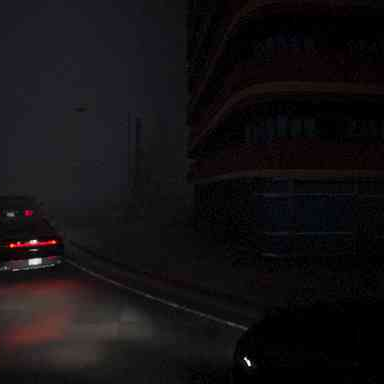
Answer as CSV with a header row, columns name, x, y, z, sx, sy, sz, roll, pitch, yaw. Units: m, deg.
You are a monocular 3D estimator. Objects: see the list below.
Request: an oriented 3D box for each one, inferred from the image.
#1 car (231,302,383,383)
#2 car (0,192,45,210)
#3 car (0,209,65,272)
name,x,y,z,sx,sy,sz,roll,pitch,yaw
car,2.606,1.490,2.265,4.902,1.511,2.128,0,0,35
car,-9.878,1.214,18.918,2.150,2.045,5.566,0,0,-21
car,-5.398,1.501,10.300,1.837,1.490,4.892,0,0,-37
